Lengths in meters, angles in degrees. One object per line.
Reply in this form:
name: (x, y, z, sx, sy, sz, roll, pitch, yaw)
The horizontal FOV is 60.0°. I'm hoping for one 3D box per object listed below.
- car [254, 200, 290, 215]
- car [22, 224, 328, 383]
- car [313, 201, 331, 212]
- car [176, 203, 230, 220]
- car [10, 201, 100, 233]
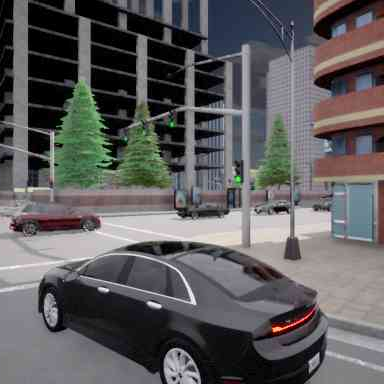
car: (8.582, 1.547, 34.515, 4.902, 1.511, 2.128, 0, 0, -36)
car: (-0.562, 1.505, 5.030, 4.892, 1.490, 1.837, 0, 0, 41)
car: (16.675, 1.407, 40.274, 4.553, 1.767, 2.097, 0, 0, -35)
car: (0.994, 1.656, 29.092, 4.718, 1.301, 1.895, 0, 0, -36)
car: (-7.472, 1.378, 18.497, 4.553, 1.767, 2.097, 0, 0, -36)
